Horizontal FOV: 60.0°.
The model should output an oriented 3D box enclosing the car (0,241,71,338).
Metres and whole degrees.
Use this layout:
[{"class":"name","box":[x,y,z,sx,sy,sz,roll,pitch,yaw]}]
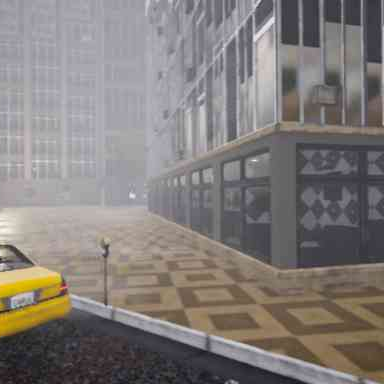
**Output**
[{"class":"car","box":[-4.438,1.487,6.113,5.366,1.575,1.801,0,0,35]}]
